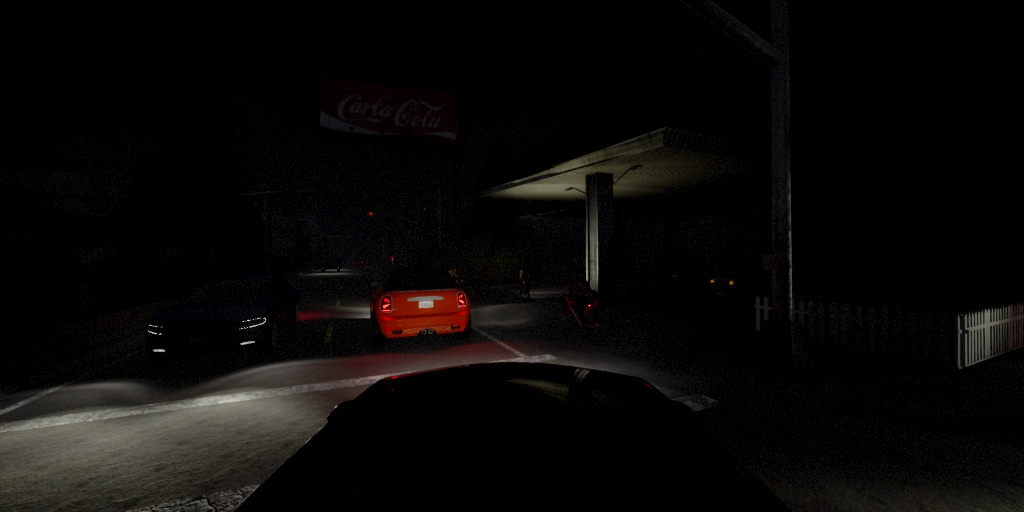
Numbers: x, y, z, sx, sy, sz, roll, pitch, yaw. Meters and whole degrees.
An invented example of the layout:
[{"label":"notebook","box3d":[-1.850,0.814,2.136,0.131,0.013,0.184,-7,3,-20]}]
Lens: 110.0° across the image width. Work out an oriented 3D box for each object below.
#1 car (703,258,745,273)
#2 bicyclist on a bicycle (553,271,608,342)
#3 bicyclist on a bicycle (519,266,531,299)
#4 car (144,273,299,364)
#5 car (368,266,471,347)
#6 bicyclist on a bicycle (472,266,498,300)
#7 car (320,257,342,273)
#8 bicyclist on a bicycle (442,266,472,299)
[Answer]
[{"label":"car","box3d":[28.867,1.173,48.866,4.892,1.490,1.837,0,0,-24]},{"label":"bicyclist on a bicycle","box3d":[1.640,1.194,8.735,0.582,1.620,1.656,3,-2,-43]},{"label":"bicyclist on a bicycle","box3d":[0.654,1.315,17.937,0.582,1.620,1.656,0,0,16]},{"label":"car","box3d":[-6.319,1.194,8.387,1.882,1.535,5.008,0,0,-24]},{"label":"car","box3d":[-2.614,1.041,9.486,2.097,1.767,4.553,0,0,-22]},{"label":"bicyclist on a bicycle","box3d":[-1.454,1.322,17.805,1.656,1.620,0.582,1,0,-22]},{"label":"car","box3d":[-24.077,1.102,47.681,2.150,2.045,5.566,0,0,-25]},{"label":"bicyclist on a bicycle","box3d":[-2.751,1.295,16.413,1.656,1.620,0.582,1,0,37]}]
